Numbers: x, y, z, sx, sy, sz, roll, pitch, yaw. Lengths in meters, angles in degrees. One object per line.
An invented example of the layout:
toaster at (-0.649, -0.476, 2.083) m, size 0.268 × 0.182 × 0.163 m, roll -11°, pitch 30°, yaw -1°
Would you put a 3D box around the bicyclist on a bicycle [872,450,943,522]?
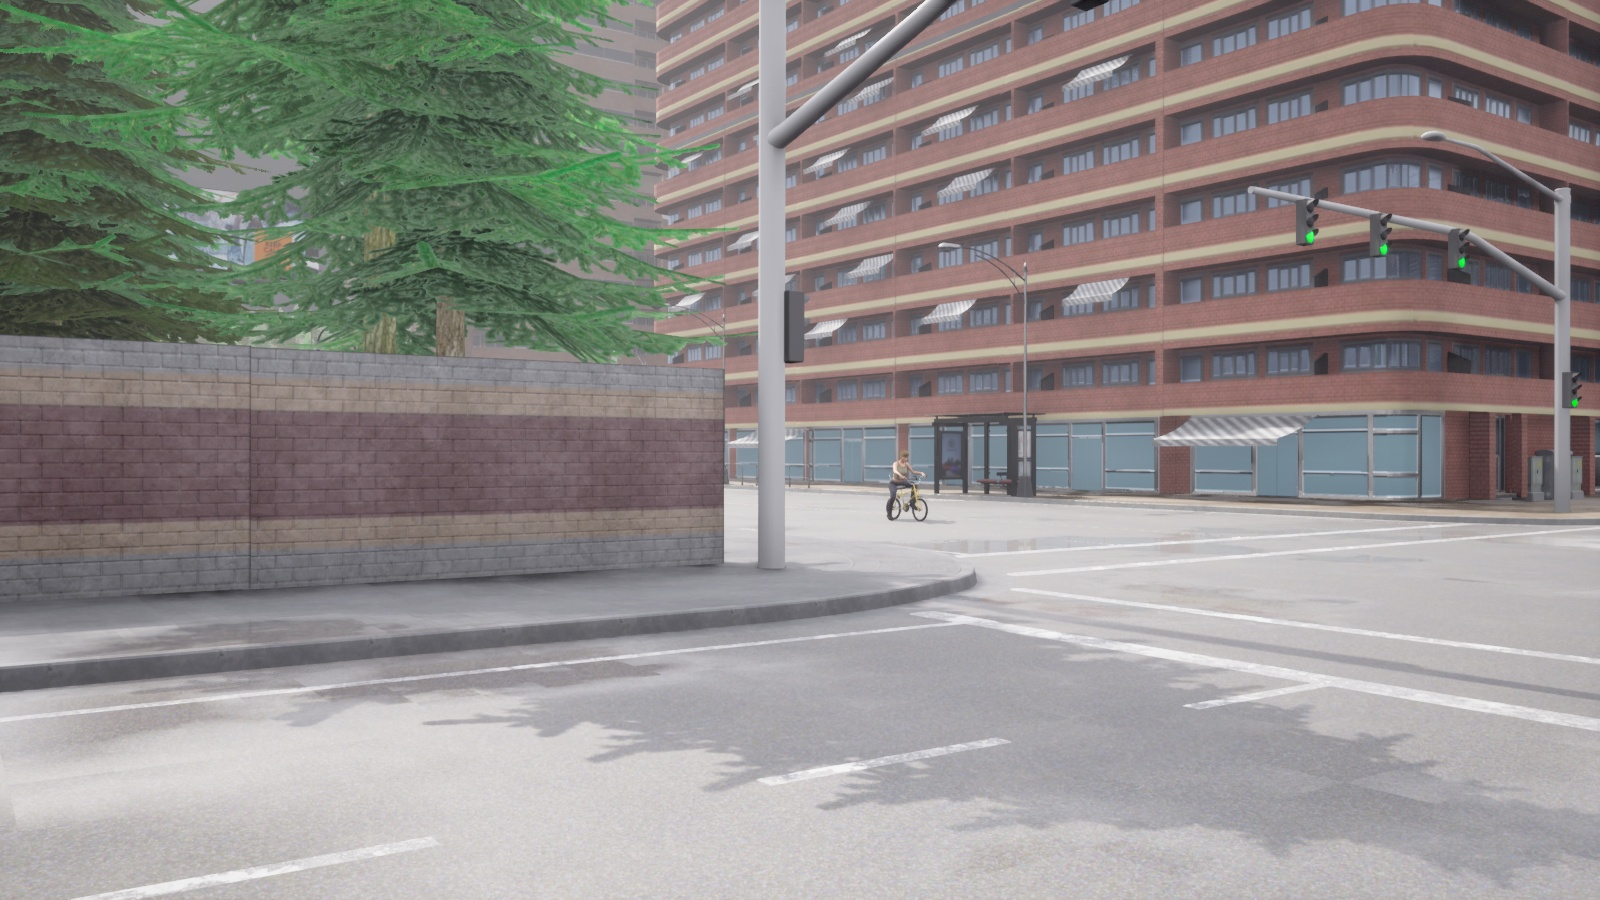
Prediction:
bicyclist on a bicycle at (2.441, 0.801, 28.703) m, size 0.866 × 1.612 × 1.509 m, roll 0°, pitch 0°, yaw -34°
